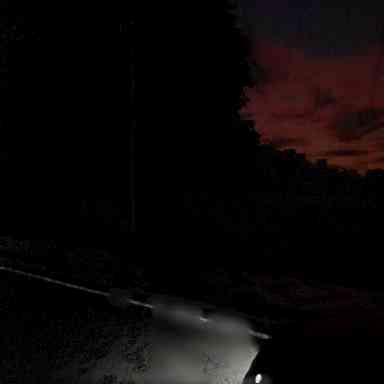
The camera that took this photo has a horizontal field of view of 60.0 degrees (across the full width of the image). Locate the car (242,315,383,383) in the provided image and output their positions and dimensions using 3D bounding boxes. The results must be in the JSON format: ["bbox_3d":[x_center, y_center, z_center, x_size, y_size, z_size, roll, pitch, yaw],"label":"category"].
[{"bbox_3d":[2.419,1.560,2.267,4.181,1.385,1.994,0,0,35],"label":"car"}]
